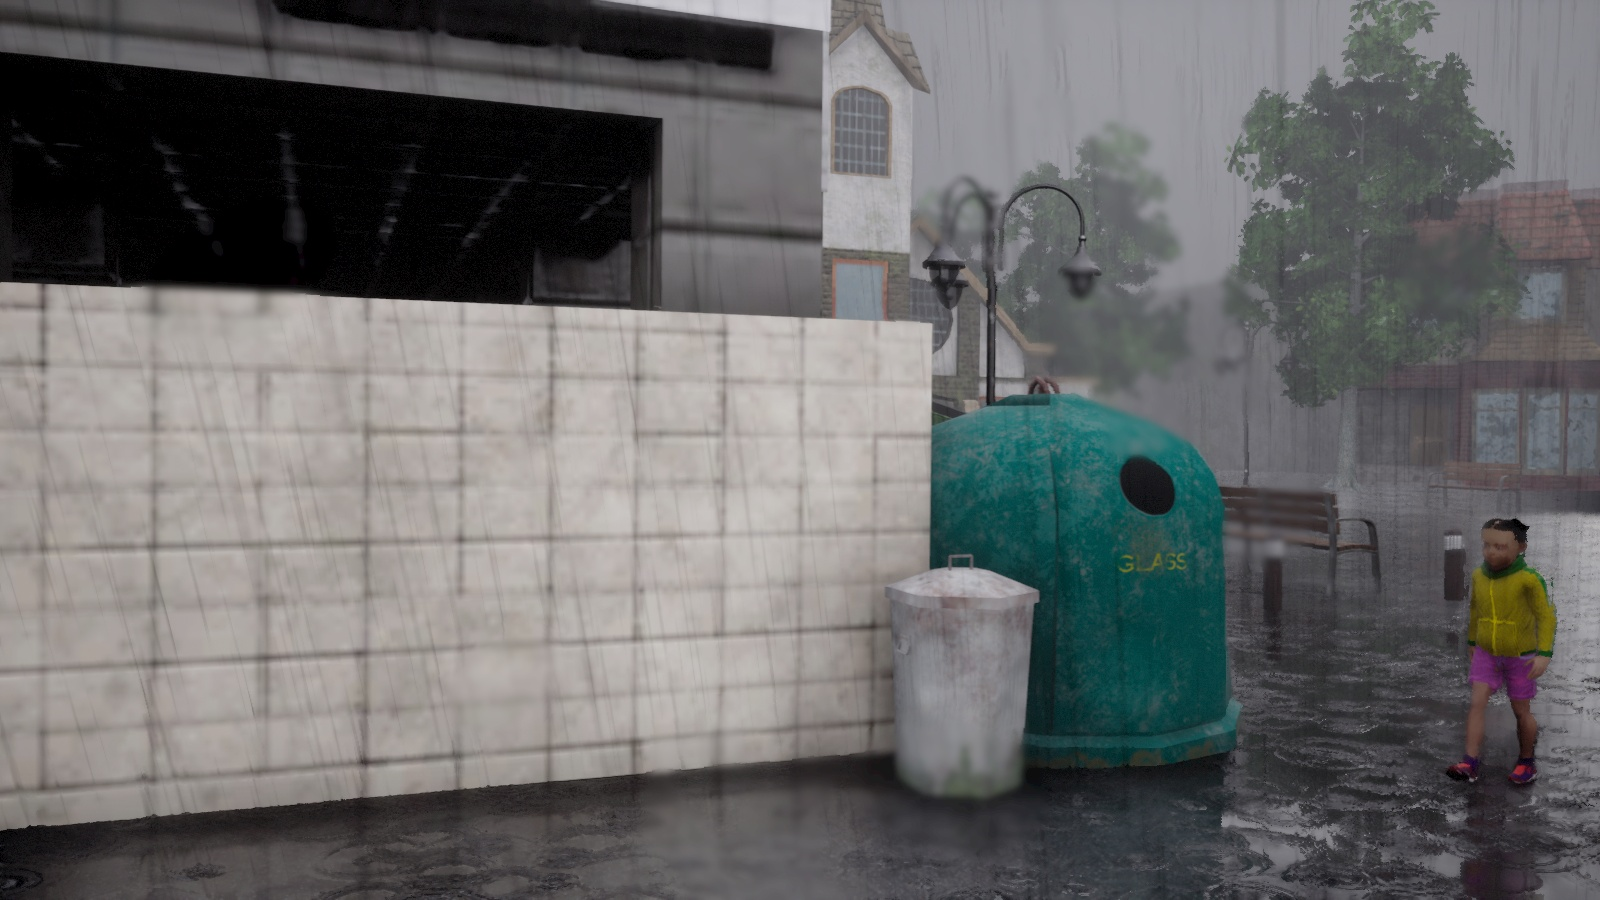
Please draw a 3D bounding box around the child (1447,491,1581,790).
[{"bbox_3d":[2.983,0.766,5.244,0.473,1.160,0.299,-1,1,-33],"label":"child"}]
